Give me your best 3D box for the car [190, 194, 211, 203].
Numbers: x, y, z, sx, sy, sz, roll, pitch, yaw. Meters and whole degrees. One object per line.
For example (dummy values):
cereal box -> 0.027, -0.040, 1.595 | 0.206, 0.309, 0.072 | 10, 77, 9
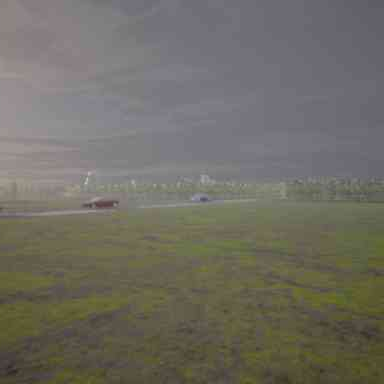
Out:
car -> 1.496, 1.100, 57.881 | 2.128, 1.511, 4.902 | 0, 0, 36

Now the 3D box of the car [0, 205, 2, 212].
car -> -19.302, 1.449, 29.218 | 1.812, 1.442, 4.674 | 0, 0, 35

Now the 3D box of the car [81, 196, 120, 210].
car -> -11.120, 1.275, 40.578 | 1.882, 1.535, 5.008 | 0, 0, 36
